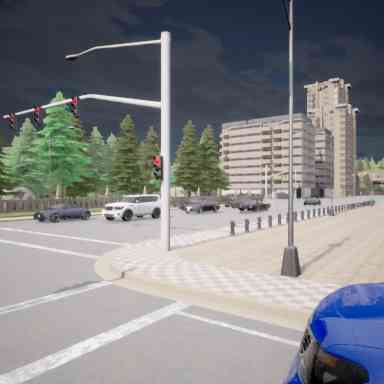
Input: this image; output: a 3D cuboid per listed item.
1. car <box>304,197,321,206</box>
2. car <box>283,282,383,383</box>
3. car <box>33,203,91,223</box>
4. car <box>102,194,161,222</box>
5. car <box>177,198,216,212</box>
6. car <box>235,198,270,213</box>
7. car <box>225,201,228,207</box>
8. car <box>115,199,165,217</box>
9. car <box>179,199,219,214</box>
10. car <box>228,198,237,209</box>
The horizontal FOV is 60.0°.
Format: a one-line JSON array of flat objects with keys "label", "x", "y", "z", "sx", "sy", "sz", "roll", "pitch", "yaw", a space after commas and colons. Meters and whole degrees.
[{"label": "car", "x": 20.195, "y": 1.564, "z": 55.706, "sx": 1.994, "sy": 1.385, "sz": 4.181, "roll": 0, "pitch": 0, "yaw": 35}, {"label": "car", "x": 3.316, "y": 1.221, "z": 1.601, "sx": 5.566, "sy": 2.045, "sz": 2.150, "roll": 0, "pitch": 0, "yaw": 36}, {"label": "car", "x": -9.977, "y": 1.564, "z": 25.799, "sx": 1.994, "sy": 1.385, "sz": 4.181, "roll": 0, "pitch": 0, "yaw": 36}, {"label": "car", "x": -4.683, "y": 1.221, "z": 27.192, "sx": 2.150, "sy": 2.045, "sz": 5.566, "roll": 0, "pitch": 0, "yaw": 35}, {"label": "car", "x": 0.665, "y": 1.547, "z": 40.714, "sx": 2.033, "sy": 1.411, "sz": 5.357, "roll": 0, "pitch": 0, "yaw": 36}, {"label": "car", "x": 7.035, "y": 1.601, "z": 37.252, "sx": 1.895, "sy": 1.301, "sz": 4.718, "roll": 0, "pitch": 0, "yaw": 35}, {"label": "car", "x": 6.491, "y": 1.564, "z": 48.822, "sx": 1.994, "sy": 1.385, "sz": 4.181, "roll": 0, "pitch": 0, "yaw": 36}, {"label": "car", "x": -5.012, "y": 1.491, "z": 32.758, "sx": 2.128, "sy": 1.511, "sz": 4.902, "roll": 0, "pitch": 0, "yaw": 35}, {"label": "car", "x": 1.082, "y": 1.492, "z": 35.271, "sx": 2.128, "sy": 1.511, "sz": 4.902, "roll": 0, "pitch": 0, "yaw": 36}, {"label": "car", "x": 6.909, "y": 1.564, "z": 43.412, "sx": 1.994, "sy": 1.385, "sz": 4.181, "roll": 0, "pitch": 0, "yaw": 36}]
